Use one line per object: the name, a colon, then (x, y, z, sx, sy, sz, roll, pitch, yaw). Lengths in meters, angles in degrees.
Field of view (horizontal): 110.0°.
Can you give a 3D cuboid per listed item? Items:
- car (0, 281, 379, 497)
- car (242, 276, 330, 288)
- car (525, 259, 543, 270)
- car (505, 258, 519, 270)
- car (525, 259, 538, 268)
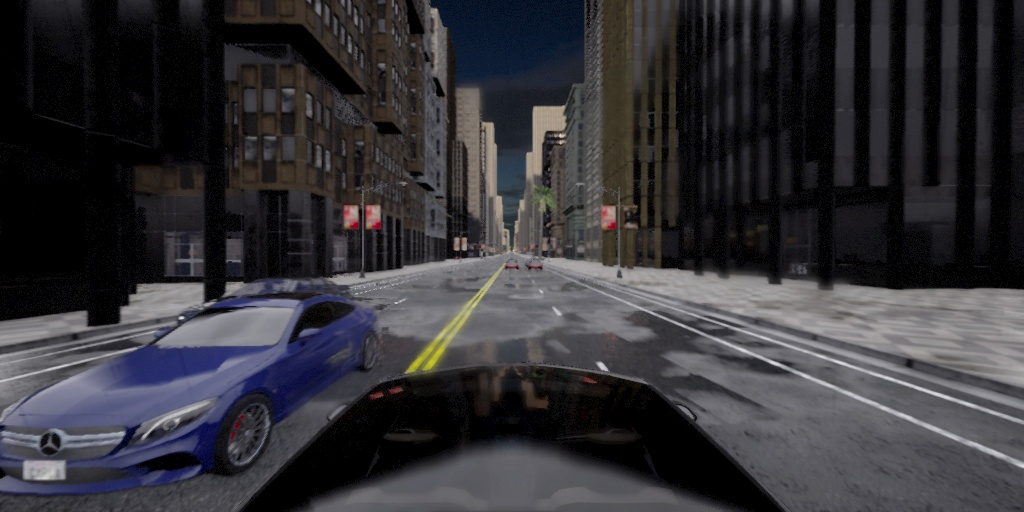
car: (-3.333, 1.274, 4.892, 1.812, 1.442, 4.674, 0, 0, 0)
car: (-6.556, 1.291, 10.414, 2.033, 1.411, 5.357, 0, 0, 1)
car: (3.247, 1.217, 50.573, 1.994, 1.385, 4.181, 0, 0, 0)
car: (-0.003, 1.217, 50.608, 1.994, 1.385, 4.181, 0, 0, 0)
car: (3.248, 1.178, 60.615, 1.994, 1.385, 4.181, 0, 0, 0)
